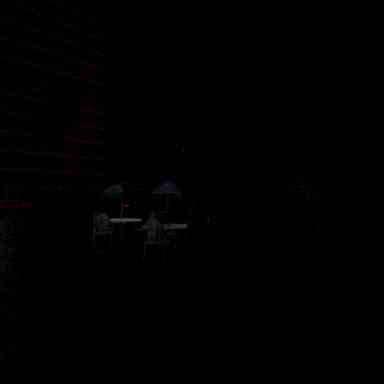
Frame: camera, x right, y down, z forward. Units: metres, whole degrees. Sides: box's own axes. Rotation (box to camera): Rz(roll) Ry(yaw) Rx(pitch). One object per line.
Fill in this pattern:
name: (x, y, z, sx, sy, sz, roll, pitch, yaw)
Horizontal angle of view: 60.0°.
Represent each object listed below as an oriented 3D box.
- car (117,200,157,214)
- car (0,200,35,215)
car: (-5.893, 1.582, 35.929, 1.812, 1.442, 4.674, 0, -1, 40)
car: (-18.129, 1.533, 32.575, 1.882, 1.535, 5.008, 0, 0, 40)
